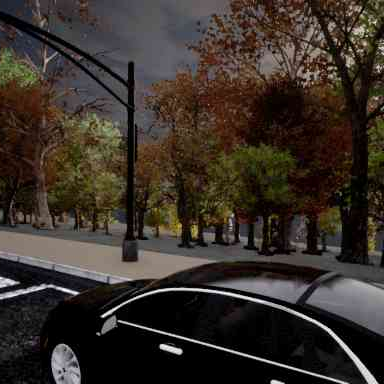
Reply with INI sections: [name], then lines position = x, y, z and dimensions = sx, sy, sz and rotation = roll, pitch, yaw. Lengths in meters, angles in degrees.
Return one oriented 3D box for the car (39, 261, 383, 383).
[car]
position = 0.370, 1.505, 3.411
dimensions = 4.892, 1.490, 1.837
rotation = 0, 0, 36
